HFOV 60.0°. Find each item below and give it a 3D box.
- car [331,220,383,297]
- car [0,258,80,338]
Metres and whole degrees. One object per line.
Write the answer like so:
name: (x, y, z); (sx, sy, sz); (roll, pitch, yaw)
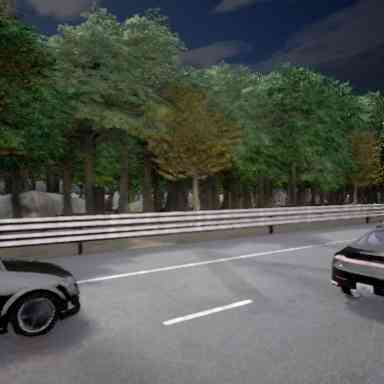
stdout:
car: (5.066, 1.502, 7.356); (4.902, 1.511, 2.128); (0, 0, -35)
car: (-3.980, 1.564, 5.206); (4.181, 1.385, 1.994); (0, 0, -35)
